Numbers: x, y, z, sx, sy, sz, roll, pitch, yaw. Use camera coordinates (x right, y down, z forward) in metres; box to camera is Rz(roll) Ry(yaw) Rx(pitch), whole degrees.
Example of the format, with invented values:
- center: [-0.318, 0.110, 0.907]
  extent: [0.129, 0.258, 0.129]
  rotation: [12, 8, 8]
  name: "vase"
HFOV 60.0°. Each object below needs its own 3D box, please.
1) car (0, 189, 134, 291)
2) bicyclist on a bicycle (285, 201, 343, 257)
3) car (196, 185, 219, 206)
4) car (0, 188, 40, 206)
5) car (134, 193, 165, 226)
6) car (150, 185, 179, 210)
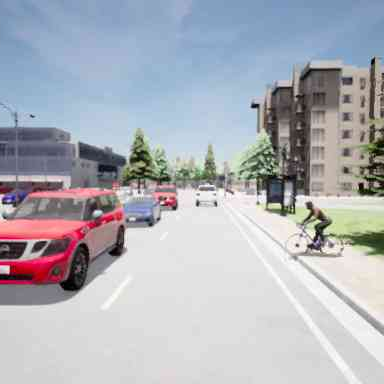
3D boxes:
- center: [-3.289, 0.966, 8.702]
  extent: [2.150, 2.045, 5.566]
  rotation: [0, 2, 2]
  name: "car"
- center: [3.509, 1.076, 9.529]
  extent: [1.656, 1.620, 0.582]
  rotation: [0, 1, 2]
  name: "bicyclist on a bicycle"
- center: [1.584, 0.326, 34.603]
  extent: [2.150, 2.045, 5.566]
  rotation: [0, 2, 4]
  name: "car"
- center: [-16.179, 0.435, 31.301]
  extent: [1.845, 1.501, 3.633]
  rotation: [0, 1, 3]
  name: "car"
- center: [-2.842, 1.012, 18.744]
  extent: [1.812, 1.442, 4.674]
  rotation: [0, 1, 2]
  name: "car"
- center: [-2.345, 0.437, 29.251]
  extent: [2.150, 2.045, 5.566]
  rotation: [0, 1, 0]
  name: "car"
